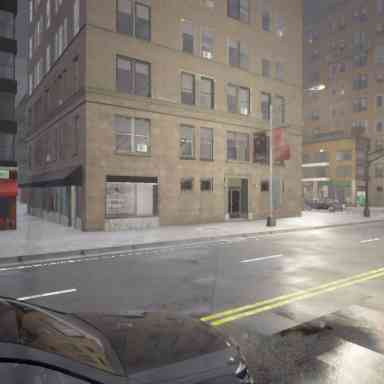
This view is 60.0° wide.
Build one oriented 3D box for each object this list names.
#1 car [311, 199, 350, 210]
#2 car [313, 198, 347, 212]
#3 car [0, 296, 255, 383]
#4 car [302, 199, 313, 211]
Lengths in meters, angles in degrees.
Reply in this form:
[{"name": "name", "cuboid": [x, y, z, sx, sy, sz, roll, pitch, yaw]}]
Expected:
[{"name": "car", "cuboid": [18.072, 1.578, 43.642, 1.947, 1.339, 4.313, 0, 0, -35]}, {"name": "car", "cuboid": [15.159, 1.483, 38.252, 2.128, 1.511, 4.902, 0, 0, -35]}, {"name": "car", "cuboid": [-1.597, 1.526, 2.301, 4.674, 1.442, 1.812, 0, 0, -35]}, {"name": "car", "cuboid": [11.517, 1.421, 39.014, 1.967, 1.590, 4.097, 0, 0, -35]}]
